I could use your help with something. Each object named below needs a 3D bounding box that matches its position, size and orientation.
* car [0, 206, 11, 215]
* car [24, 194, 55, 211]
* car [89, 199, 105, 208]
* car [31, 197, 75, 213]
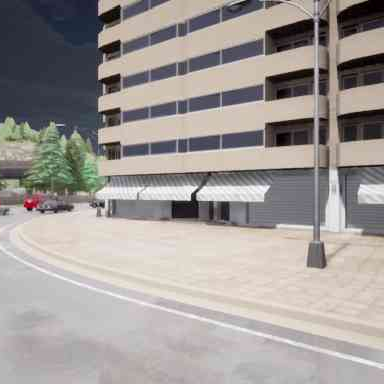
[{"bbox_3d":[-18.673,1.601,30.599,1.895,1.301,4.718,0,0,-3],"label":"car"},{"bbox_3d":[-17.870,1.221,40.487,2.150,2.045,5.566,0,0,14],"label":"car"},{"bbox_3d":[-12.064,1.601,46.621,1.895,1.301,4.718,0,0,27],"label":"car"},{"bbox_3d":[-14.945,1.547,36.582,2.033,1.411,5.357,0,0,7],"label":"car"}]
